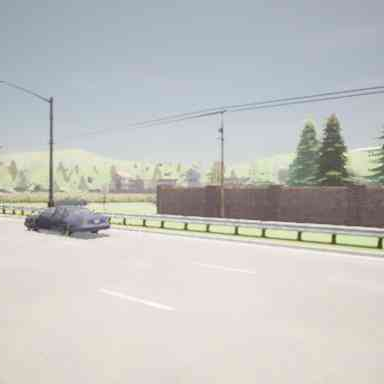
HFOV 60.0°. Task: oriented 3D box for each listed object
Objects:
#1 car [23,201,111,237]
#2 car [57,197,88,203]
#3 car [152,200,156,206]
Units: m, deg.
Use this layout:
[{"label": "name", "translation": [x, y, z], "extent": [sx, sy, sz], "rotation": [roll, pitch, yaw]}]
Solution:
[{"label": "car", "translation": [-6.564, 1.430, 17.274], "extent": [5.357, 1.411, 2.033], "rotation": [1, 0, 35]}, {"label": "car", "translation": [-15.337, 1.281, 42.114], "extent": [4.181, 1.385, 1.994], "rotation": [0, 0, -22]}, {"label": "car", "translation": [-3.541, 1.291, 48.160], "extent": [4.674, 1.442, 1.812], "rotation": [-1, 1, -29]}]
